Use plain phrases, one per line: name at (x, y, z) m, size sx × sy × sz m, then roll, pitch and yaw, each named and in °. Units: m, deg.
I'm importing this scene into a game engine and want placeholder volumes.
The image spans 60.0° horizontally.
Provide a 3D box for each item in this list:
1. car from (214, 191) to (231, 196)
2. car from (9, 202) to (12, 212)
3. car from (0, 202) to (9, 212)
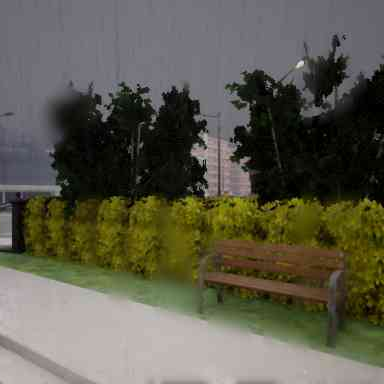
car at (6.132, 0.572, 68.099) m, size 2.097 × 1.767 × 4.553 m, roll 0°, pitch 1°, yaw 35°
car at (-16.604, 1.480, 35.837) m, size 1.812 × 1.442 × 4.674 m, roll 0°, pitch 0°, yaw 35°
car at (-19.742, 1.520, 37.456) m, size 1.994 × 1.385 × 4.181 m, roll 0°, pitch 0°, yaw 35°
